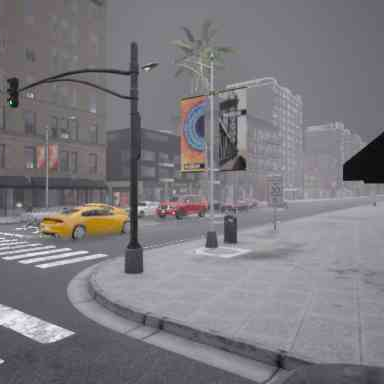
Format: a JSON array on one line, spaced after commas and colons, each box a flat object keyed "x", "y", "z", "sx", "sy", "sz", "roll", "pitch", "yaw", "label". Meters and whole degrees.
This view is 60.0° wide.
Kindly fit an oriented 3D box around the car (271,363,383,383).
[{"x": 2.226, "y": 1.551, "z": 1.260, "sx": 4.403, "sy": 1.369, "sz": 2.008, "roll": 0, "pitch": 0, "yaw": 35, "label": "car"}]

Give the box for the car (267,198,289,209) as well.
[{"x": 12.586, "y": 1.594, "z": 48.243, "sx": 1.837, "sy": 1.490, "sz": 4.892, "roll": 0, "pitch": -1, "yaw": 36, "label": "car"}]

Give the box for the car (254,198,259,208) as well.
[{"x": 7.880, "y": 1.576, "z": 47.212, "sx": 1.837, "sy": 1.490, "sz": 4.892, "roll": 0, "pitch": 0, "yaw": 37, "label": "car"}]

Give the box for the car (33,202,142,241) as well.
[{"x": -5.174, "y": 1.496, "z": 17.187, "sx": 1.882, "sy": 1.535, "sz": 5.008, "roll": 0, "pitch": 0, "yaw": 35, "label": "car"}]

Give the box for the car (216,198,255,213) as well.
[{"x": 5.009, "y": 1.656, "z": 37.610, "sx": 1.895, "sy": 1.301, "sz": 4.718, "roll": 0, "pitch": 0, "yaw": 35, "label": "car"}]

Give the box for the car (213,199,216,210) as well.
[{"x": 1.759, "y": 1.526, "z": 38.644, "sx": 1.882, "sy": 1.535, "sz": 5.008, "roll": 0, "pitch": 0, "yaw": 35, "label": "car"}]

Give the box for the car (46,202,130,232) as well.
[{"x": -6.476, "y": 1.496, "z": 21.308, "sx": 1.882, "sy": 1.535, "sz": 5.008, "roll": 0, "pitch": 0, "yaw": 35, "label": "car"}]

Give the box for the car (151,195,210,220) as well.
[{"x": -0.754, "y": 1.257, "z": 29.442, "sx": 2.150, "sy": 2.045, "sz": 5.566, "roll": 0, "pitch": 0, "yaw": 35, "label": "car"}]

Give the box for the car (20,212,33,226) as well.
[{"x": -9.240, "y": 1.614, "z": 23.047, "sx": 1.895, "sy": 1.301, "sz": 4.718, "roll": 0, "pitch": 0, "yaw": 35, "label": "car"}]

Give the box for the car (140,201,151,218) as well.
[{"x": -4.147, "y": 1.554, "z": 30.262, "sx": 1.812, "sy": 1.442, "sz": 4.674, "roll": 0, "pitch": 0, "yaw": 35, "label": "car"}]
